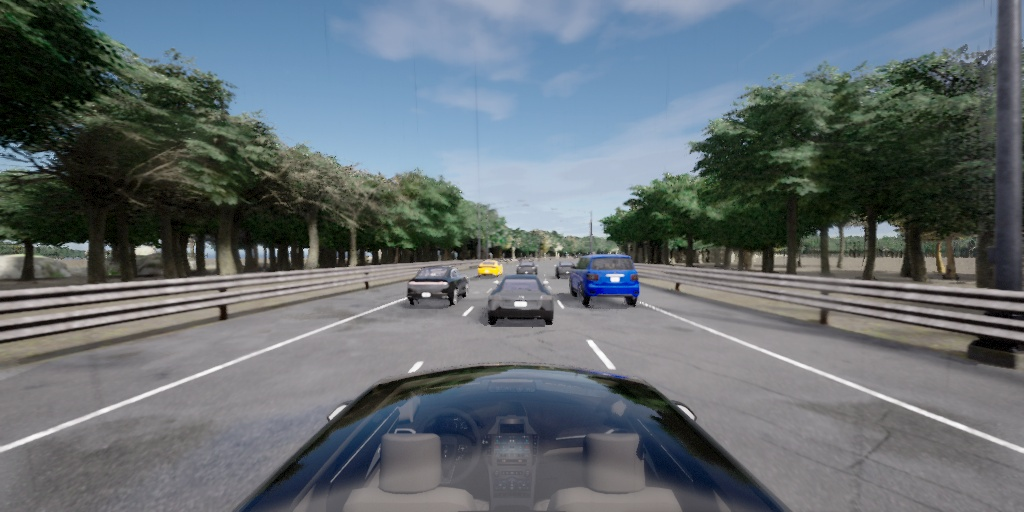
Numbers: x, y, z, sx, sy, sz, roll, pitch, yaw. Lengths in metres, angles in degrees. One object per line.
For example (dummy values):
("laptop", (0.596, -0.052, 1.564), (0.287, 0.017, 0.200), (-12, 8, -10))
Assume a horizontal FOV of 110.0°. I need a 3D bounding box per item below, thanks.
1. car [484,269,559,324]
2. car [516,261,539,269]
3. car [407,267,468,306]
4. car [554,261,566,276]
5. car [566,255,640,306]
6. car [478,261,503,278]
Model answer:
("car", (0.293, 1.307, 11.977), (1.994, 1.385, 4.181), (0, 0, 1))
("car", (1.421, 1.216, 32.910), (2.128, 1.511, 4.902), (0, 0, 5))
("car", (-3.090, 1.227, 15.670), (2.128, 1.511, 4.902), (0, 0, 2))
("car", (4.943, 1.220, 33.051), (2.128, 1.511, 4.902), (0, 0, 5))
("car", (3.913, 0.965, 15.948), (2.150, 2.045, 5.566), (0, 0, 2))
("car", (-2.004, 1.197, 33.999), (1.882, 1.535, 5.008), (0, 0, 5))
